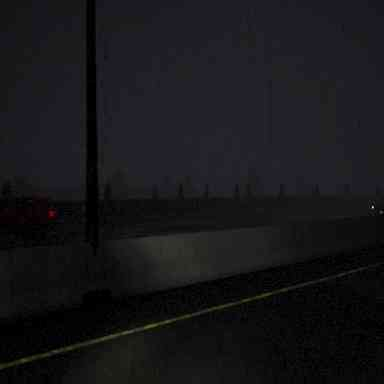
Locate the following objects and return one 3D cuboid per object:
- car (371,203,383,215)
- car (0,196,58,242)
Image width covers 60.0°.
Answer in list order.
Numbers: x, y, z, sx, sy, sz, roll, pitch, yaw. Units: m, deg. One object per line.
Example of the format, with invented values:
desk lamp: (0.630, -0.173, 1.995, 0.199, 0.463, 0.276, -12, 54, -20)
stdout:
car: (17.874, 1.403, 29.406, 4.718, 1.301, 1.895, 0, 0, -33)
car: (-8.949, 1.214, 14.806, 5.566, 2.045, 2.150, 0, 0, -35)
